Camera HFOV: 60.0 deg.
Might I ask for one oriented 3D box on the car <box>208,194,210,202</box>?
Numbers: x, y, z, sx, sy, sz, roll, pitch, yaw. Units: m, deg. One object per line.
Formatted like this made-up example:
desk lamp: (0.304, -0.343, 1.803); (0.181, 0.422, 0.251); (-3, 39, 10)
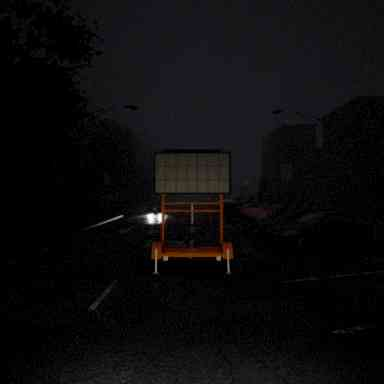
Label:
car: (5.528, 1.447, 52.837); (4.553, 1.767, 2.185); (1, 0, -20)

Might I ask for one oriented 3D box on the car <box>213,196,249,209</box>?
car: (5.439, 1.424, 46.820); (4.553, 1.767, 2.185); (1, 0, -20)

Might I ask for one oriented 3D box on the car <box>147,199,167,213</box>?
car: (-3.884, 1.527, 37.184); (2.128, 1.511, 4.902); (0, 0, 0)

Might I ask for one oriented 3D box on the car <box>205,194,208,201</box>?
car: (5.347, 1.613, 64.784); (5.366, 1.575, 1.946); (1, 0, -20)

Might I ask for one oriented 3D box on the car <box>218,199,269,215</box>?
car: (5.384, 1.545, 34.803); (4.792, 1.488, 2.163); (1, 0, -20)

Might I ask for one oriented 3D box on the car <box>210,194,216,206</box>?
car: (5.405, 1.271, 37.805); (5.566, 2.045, 2.435); (1, 0, -20)

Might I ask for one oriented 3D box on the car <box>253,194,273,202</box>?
car: (18.548, 1.463, 86.843); (2.435, 2.045, 5.566); (0, 0, -21)

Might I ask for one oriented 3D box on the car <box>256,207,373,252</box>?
car: (5.325, 1.528, 13.800); (4.674, 1.452, 2.002); (1, 0, -20)

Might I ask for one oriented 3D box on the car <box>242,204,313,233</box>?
car: (5.304, 1.518, 16.792); (4.792, 1.488, 2.163); (1, 0, -20)

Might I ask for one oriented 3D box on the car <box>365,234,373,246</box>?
car: (5.314, 1.487, 4.800); (4.892, 1.521, 2.231); (1, 0, -20)

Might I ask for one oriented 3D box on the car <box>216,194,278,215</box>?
car: (5.373, 1.252, 28.788); (5.566, 2.045, 2.435); (1, 0, -20)

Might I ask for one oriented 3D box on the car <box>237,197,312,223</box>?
car: (5.375, 1.366, 19.812); (4.553, 1.767, 2.185); (1, 0, -20)

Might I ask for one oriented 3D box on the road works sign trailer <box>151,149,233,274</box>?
road works sign trailer: (0.009, 0.465, 10.529); (2.380, 3.560, 2.880); (0, 0, 0)

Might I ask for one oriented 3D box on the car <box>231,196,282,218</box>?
car: (5.388, 1.369, 22.813); (4.553, 1.767, 2.185); (1, 0, -20)

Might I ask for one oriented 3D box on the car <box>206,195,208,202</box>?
car: (5.497, 1.583, 55.839); (5.008, 1.535, 2.097); (1, -1, -20)

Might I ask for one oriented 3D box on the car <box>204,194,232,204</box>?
car: (5.549, 1.391, 70.877); (5.566, 2.045, 2.435); (1, 0, -20)

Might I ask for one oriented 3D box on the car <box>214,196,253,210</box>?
car: (5.425, 1.414, 43.819); (4.553, 1.767, 2.185); (1, 0, -20)

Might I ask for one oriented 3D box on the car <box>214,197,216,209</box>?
car: (5.223, 1.503, 31.746); (5.366, 1.575, 1.946); (1, 0, -20)

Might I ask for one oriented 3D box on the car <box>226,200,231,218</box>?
car: (5.365, 1.538, 25.810); (4.674, 1.452, 2.002); (1, 0, -20)
